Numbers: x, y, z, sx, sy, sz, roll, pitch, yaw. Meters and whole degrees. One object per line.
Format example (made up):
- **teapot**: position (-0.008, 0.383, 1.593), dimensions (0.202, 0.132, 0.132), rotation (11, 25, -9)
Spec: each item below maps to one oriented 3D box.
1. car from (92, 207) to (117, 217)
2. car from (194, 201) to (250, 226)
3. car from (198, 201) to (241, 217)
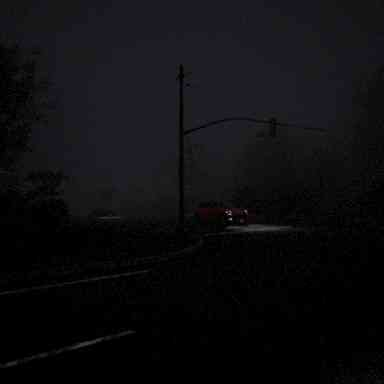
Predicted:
- **car**: position (-12.036, 2.713, 45.440), dimensions (2.033, 1.411, 5.357), rotation (0, -3, -33)
- **car**: position (2.087, 1.418, 24.177), dimensions (2.097, 1.767, 4.553), rotation (0, -1, -34)
- **car**: position (2.880, 1.824, 35.799), dimensions (1.882, 1.535, 5.008), rotation (0, -2, -34)
